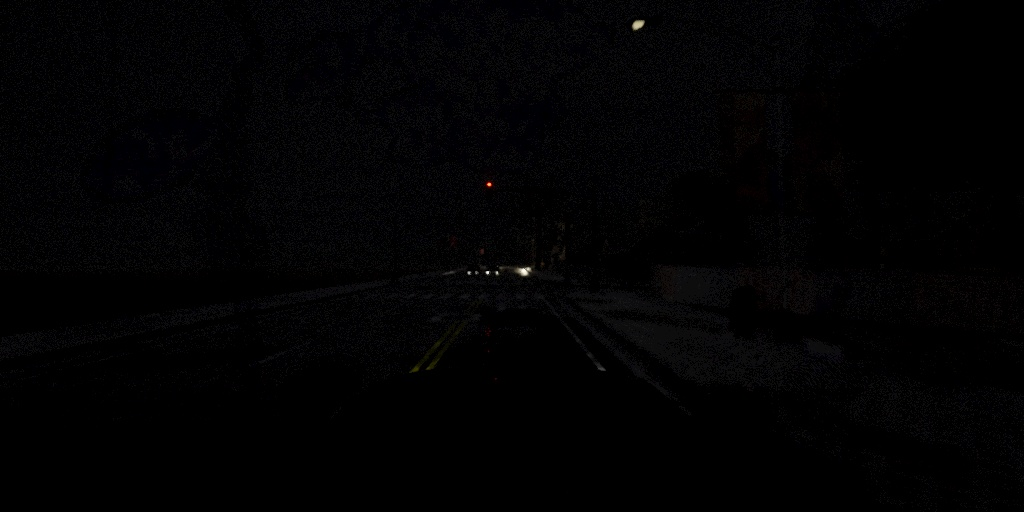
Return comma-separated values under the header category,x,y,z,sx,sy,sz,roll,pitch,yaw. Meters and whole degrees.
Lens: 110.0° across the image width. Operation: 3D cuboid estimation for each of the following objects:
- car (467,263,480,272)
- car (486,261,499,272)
category,x,y,z,sx,sy,sz,roll,pitch,yaw
car,-6.530,1.956,61.972,2.033,1.411,5.357,0,-1,1
car,-3.293,1.763,62.161,2.097,1.767,4.553,0,-1,1
